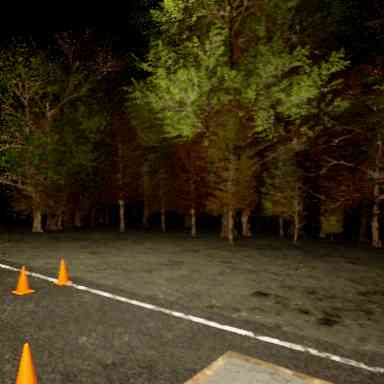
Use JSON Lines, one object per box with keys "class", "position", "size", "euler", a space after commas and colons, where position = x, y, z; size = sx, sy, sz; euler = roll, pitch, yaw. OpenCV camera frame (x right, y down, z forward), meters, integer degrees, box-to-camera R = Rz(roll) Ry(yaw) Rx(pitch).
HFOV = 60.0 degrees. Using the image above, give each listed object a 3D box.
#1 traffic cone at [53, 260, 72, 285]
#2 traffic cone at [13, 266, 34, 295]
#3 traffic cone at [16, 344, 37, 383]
{"class": "traffic cone", "position": [-3.284, 2.015, 8.459], "size": [0.340, 0.580, 0.340], "euler": [0, -1, 36]}
{"class": "traffic cone", "position": [-3.875, 2.005, 7.653], "size": [0.340, 0.580, 0.340], "euler": [0, -1, 36]}
{"class": "traffic cone", "position": [-1.831, 1.978, 3.675], "size": [0.340, 0.580, 0.340], "euler": [0, -1, 36]}
